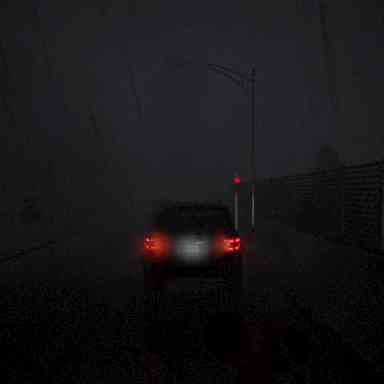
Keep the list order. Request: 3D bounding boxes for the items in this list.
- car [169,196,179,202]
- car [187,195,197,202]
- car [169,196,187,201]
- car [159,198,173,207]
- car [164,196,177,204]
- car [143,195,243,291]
[{"bbox_3d":[-4.085,1.552,75.005,1.994,1.385,4.181,0,0,0],"label":"car"},{"bbox_3d":[-0.097,1.478,77.545,1.882,1.535,5.008,0,0,-4],"label":"car"},{"bbox_3d":[-3.803,1.595,87.234,4.718,1.301,1.895,0,0,40],"label":"car"},{"bbox_3d":[-4.153,1.601,53.590,1.895,1.301,4.718,0,0,0],"label":"car"},{"bbox_3d":[-4.123,1.547,64.280,2.033,1.411,5.357,0,0,0],"label":"car"},{"bbox_3d":[0.033,1.221,9.158,2.150,2.045,5.566,0,0,0],"label":"car"}]
